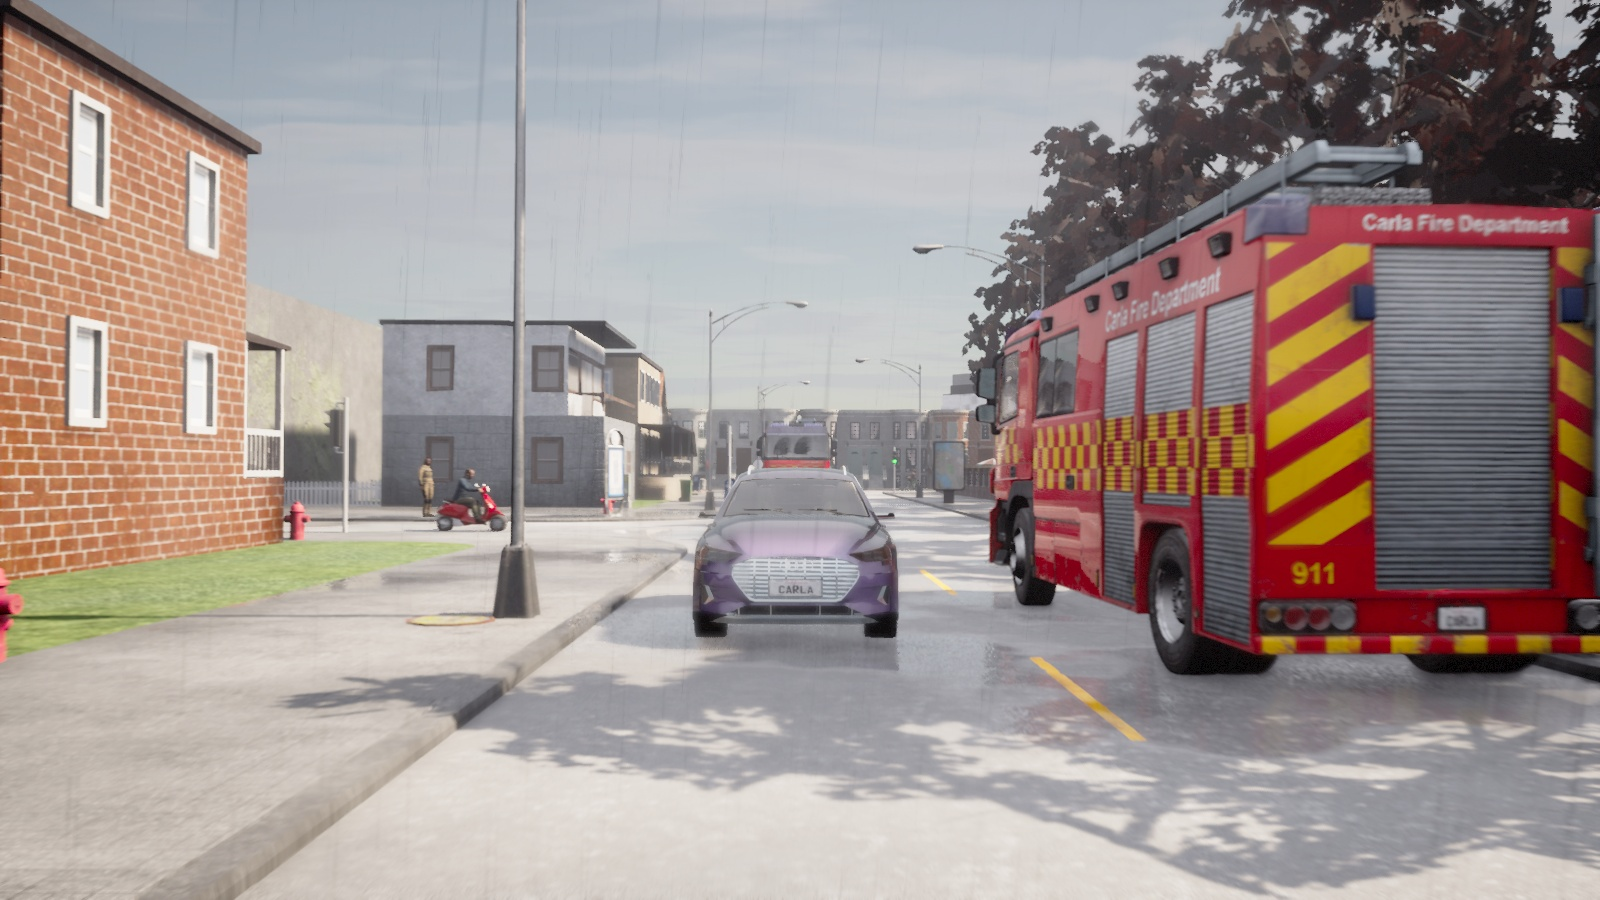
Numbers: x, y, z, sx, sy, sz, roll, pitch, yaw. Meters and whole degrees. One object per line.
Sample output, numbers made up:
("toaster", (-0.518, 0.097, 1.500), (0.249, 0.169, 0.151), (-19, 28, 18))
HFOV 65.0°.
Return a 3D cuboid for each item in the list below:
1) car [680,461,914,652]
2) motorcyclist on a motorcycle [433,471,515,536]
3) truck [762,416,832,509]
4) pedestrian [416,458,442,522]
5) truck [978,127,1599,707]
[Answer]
("car", (-0.029, 0.969, 13.370), (2.033, 1.649, 4.856), (0, -1, 0))
("motorcyclist on a motorcycle", (-8.171, 1.328, 31.519), (1.817, 1.590, 0.866), (0, -1, 0))
("truck", (-0.142, 0.587, 55.916), (2.891, 3.827, 8.468), (0, -1, 0))
("pedestrian", (-11.306, 1.210, 38.244), (0.692, 1.930, 0.396), (-1, -1, 33))
("truck", (4.071, -0.156, 12.585), (2.891, 3.827, 8.468), (0, -1, -3))
